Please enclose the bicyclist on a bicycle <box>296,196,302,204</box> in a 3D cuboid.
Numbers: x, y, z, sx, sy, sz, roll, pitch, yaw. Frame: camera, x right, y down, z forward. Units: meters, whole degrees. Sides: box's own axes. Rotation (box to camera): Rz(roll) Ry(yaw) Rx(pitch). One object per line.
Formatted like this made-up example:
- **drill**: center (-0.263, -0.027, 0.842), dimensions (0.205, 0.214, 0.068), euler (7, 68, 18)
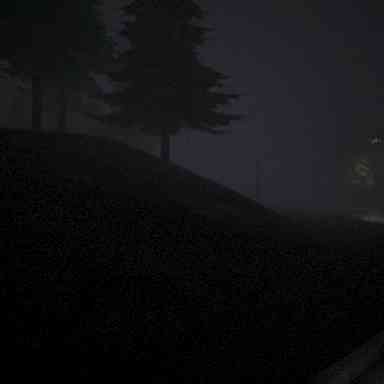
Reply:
- **bicyclist on a bicycle**: center (24.180, 1.820, 75.272), dimensions (1.656, 1.620, 0.582), euler (0, 0, -22)
